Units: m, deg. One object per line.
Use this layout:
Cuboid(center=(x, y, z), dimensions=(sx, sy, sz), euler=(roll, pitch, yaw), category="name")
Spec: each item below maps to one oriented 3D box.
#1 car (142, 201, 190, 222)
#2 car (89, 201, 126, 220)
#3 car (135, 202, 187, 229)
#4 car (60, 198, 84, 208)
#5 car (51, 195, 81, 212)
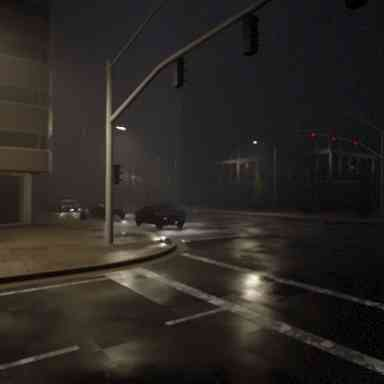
Cuboid(center=(-2.377, 1.639, 28.955), dimensions=(1.882, 1.535, 5.008), euler=(0, 0, -36), category="car")
Cuboid(center=(-7.751, 1.738, 30.378), dimensions=(1.895, 1.301, 4.718), euler=(0, 0, -36), category="car")
Cuboid(center=(-2.367, 1.663, 23.042), dimensions=(1.812, 1.442, 4.674), euler=(1, 0, -36), category="car")
Cuboid(center=(-18.500, 1.654, 51.139), dimensions=(2.128, 1.511, 4.902), euler=(0, 0, -36), category="car")
Cuboid(center=(-15.943, 1.360, 41.618), dimensions=(2.150, 2.045, 5.566), euler=(0, -1, -36), category="car")
